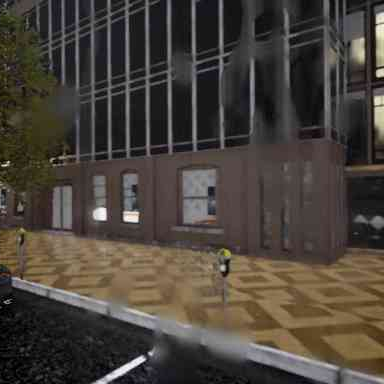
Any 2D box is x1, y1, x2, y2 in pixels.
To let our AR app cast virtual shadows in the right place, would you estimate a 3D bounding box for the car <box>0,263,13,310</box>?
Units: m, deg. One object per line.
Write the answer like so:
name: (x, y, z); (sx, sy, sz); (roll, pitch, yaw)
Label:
car: (-5.251, 1.627, 6.623); (4.403, 1.369, 2.008); (-1, 0, 36)
